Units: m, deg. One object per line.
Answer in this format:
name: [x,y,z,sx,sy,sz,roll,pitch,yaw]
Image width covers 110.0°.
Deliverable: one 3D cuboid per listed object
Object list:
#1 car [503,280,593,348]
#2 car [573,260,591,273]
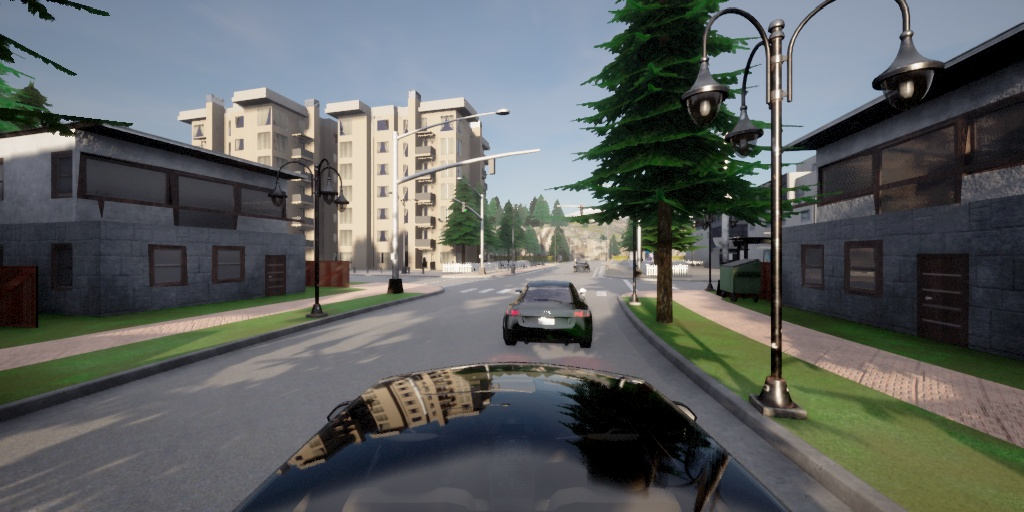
car: [0.997,1.314,9.335,1.994,1.385,4.181,0,0,8]
car: [8.746,1.276,44.880,2.128,1.511,4.902,0,0,14]
